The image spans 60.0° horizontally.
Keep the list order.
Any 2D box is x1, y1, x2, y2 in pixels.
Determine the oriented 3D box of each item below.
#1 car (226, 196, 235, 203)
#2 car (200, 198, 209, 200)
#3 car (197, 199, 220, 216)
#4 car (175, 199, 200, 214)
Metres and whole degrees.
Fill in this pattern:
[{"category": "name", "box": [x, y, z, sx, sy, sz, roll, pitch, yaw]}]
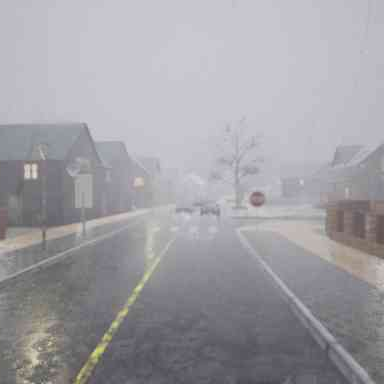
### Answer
[{"category": "car", "box": [8.951, 1.707, 77.024, 1.882, 1.535, 5.008, 0, 0, 13]}, {"category": "car", "box": [0.945, 1.736, 49.543, 1.895, 1.301, 4.718, 0, 0, 9]}, {"category": "car", "box": [1.901, 1.696, 33.433, 1.895, 1.301, 4.718, 0, 0, 6]}, {"category": "car", "box": [-0.657, 1.647, 37.174, 2.033, 1.411, 5.357, 0, 0, 6]}]
